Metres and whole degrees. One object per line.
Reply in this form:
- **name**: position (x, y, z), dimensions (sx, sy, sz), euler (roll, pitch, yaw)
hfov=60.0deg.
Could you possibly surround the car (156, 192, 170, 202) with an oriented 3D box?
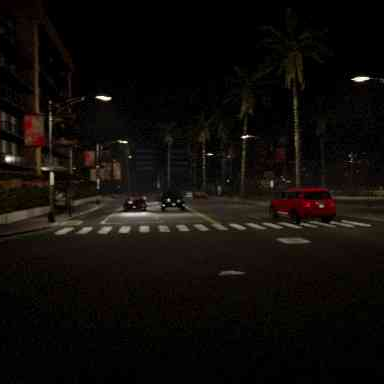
- **car**: position (-4.626, 0.776, 51.887), dimensions (1.994, 1.385, 4.181), euler (-1, 1, -8)

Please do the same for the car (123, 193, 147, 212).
- **car**: position (-5.359, 1.109, 31.329), dimensions (1.994, 1.385, 4.181), euler (-1, 1, -8)

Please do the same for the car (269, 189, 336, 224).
- **car**: position (6.750, 0.824, 20.924), dimensions (2.150, 2.045, 5.566), euler (-1, 1, -8)

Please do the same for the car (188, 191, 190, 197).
- **car**: position (-1.203, 0.426, 69.121), dimensions (2.128, 1.511, 4.902), euler (-1, 1, -20)

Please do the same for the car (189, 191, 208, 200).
- **car**: position (1.335, 0.645, 59.142), dimensions (1.895, 1.301, 4.718), euler (-1, 1, -12)

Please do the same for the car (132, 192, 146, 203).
- **car**: position (-7.843, 0.782, 49.595), dimensions (1.837, 1.490, 4.892), euler (-1, 1, -8)

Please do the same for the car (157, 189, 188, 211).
- **car**: position (-1.995, 0.717, 32.543), dimensions (2.150, 2.045, 5.566), euler (-1, 1, -8)

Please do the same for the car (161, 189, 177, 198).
- **car**: position (-4.744, 0.301, 68.688), dimensions (2.097, 1.767, 4.553), euler (-1, 1, -20)
